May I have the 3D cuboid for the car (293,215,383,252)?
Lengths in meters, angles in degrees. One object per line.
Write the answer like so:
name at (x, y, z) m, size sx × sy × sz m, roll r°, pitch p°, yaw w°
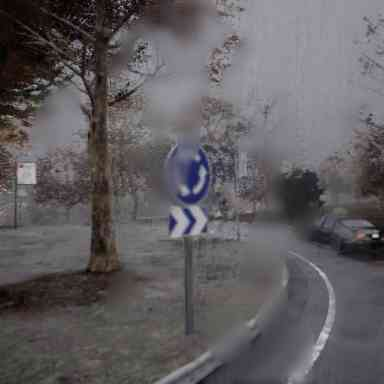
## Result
car at (6.594, 1.768, 15.190) m, size 2.033 × 1.411 × 5.357 m, roll 0°, pitch -1°, yaw -10°
